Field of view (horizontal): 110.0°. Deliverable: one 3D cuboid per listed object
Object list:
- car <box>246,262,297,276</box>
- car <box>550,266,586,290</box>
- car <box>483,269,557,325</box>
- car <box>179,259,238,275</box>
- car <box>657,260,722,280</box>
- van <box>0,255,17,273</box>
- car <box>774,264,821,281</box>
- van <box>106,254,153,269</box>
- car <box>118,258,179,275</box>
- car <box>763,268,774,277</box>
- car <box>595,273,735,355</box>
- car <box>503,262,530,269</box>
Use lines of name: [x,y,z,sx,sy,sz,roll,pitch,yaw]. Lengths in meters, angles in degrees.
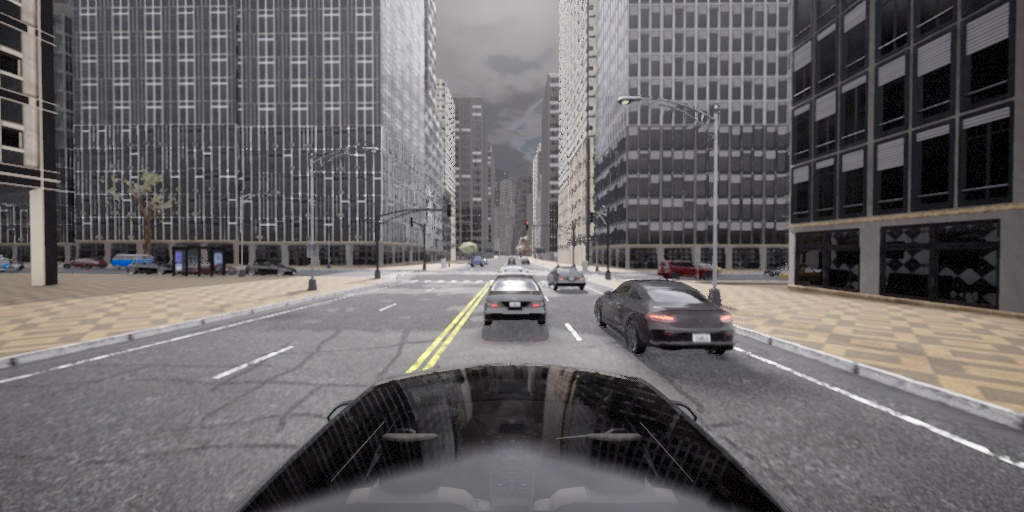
car: [-22.762,1.237,33.908,4.313,1.339,1.948,0,0,1]
car: [3.332,1.329,22.589,2.033,1.411,5.357,0,0,0]
car: [0.091,1.313,11.852,2.033,1.411,5.357,0,0,0]
car: [-28.446,1.201,34.036,4.207,1.307,1.802,0,0,1]
car: [16.163,1.333,33.418,5.009,1.841,2.192,0,0,1]
van: [-51.172,0.750,34.586,3.998,1.789,1.690,0,0,1]
car: [27.612,1.643,33.232,4.829,1.417,1.751,0,0,1]
van: [-45.327,0.685,42.854,3.998,1.789,1.690,0,0,1]
car: [-34.127,1.133,34.204,4.313,1.339,1.948,0,0,1]
car: [30.480,1.609,38.963,5.357,1.411,2.033,0,1,1]
car: [3.346,1.287,8.632,1.812,1.442,4.674,0,0,0]
car: [0.081,1.306,21.499,1.812,1.442,4.674,0,0,0]
